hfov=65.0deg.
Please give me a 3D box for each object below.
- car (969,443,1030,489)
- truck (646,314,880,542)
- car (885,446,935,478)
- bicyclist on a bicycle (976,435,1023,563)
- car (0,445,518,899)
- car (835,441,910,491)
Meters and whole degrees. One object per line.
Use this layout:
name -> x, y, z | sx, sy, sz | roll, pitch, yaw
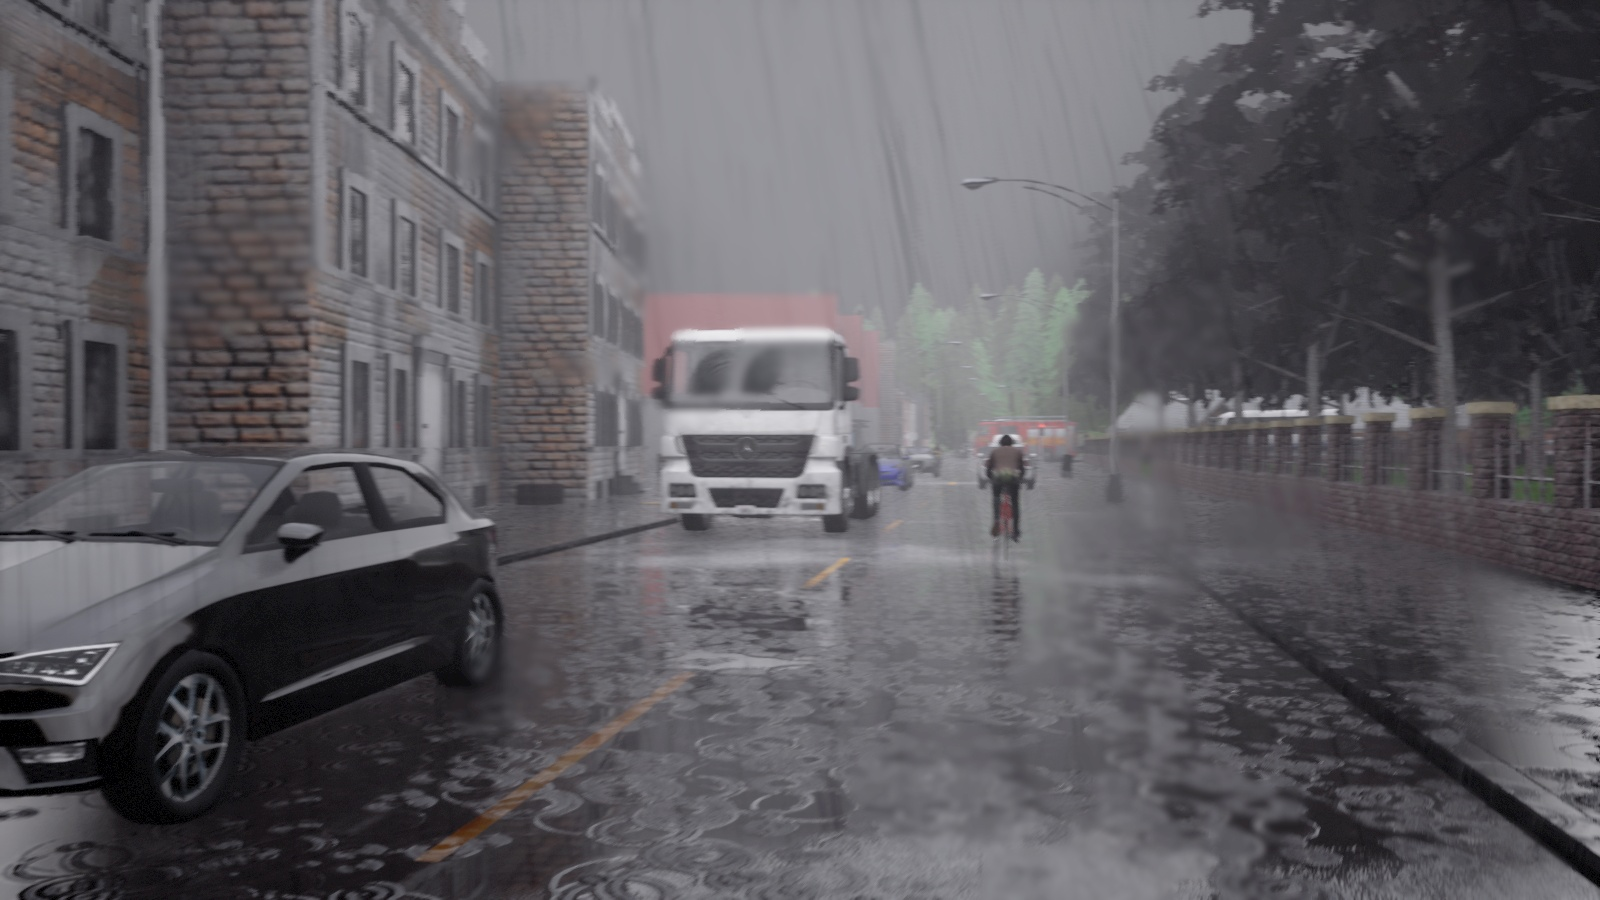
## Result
car -> 6.766, 0.508, 42.593 | 1.970, 1.475, 3.806 | 0, 0, 9
truck -> -0.347, -0.359, 23.259 | 2.891, 3.462, 7.936 | 0, 0, 9
car -> 5.037, 0.526, 57.120 | 1.994, 1.385, 4.181 | 0, 0, 9
bicyclist on a bicycle -> 2.650, 0.619, 16.704 | 0.582, 1.620, 1.656 | 0, 0, 9
car -> -3.055, 0.718, 6.211 | 1.816, 1.474, 4.193 | 0, 0, 9
car -> 2.413, 0.487, 40.686 | 2.007, 1.525, 4.514 | 0, 0, 9
